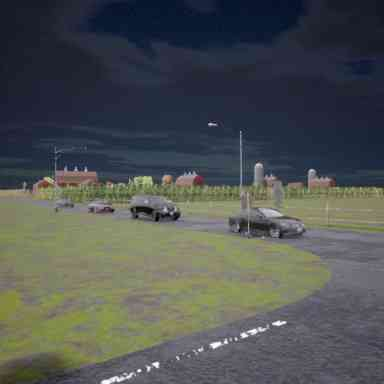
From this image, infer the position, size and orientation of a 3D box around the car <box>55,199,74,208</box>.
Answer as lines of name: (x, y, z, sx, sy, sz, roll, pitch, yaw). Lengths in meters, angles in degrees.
car: (-19.223, 1.700, 50.041, 1.994, 1.385, 4.181, -1, 0, -35)

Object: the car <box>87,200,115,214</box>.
car: (-10.205, 1.629, 37.171, 1.994, 1.385, 4.181, -1, 0, -36)

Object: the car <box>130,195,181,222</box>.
car: (-3.174, 1.264, 27.408, 2.150, 2.045, 5.566, -1, 1, -36)

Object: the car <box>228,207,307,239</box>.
car: (3.879, 1.556, 17.924, 1.812, 1.442, 4.674, -1, 0, -34)
